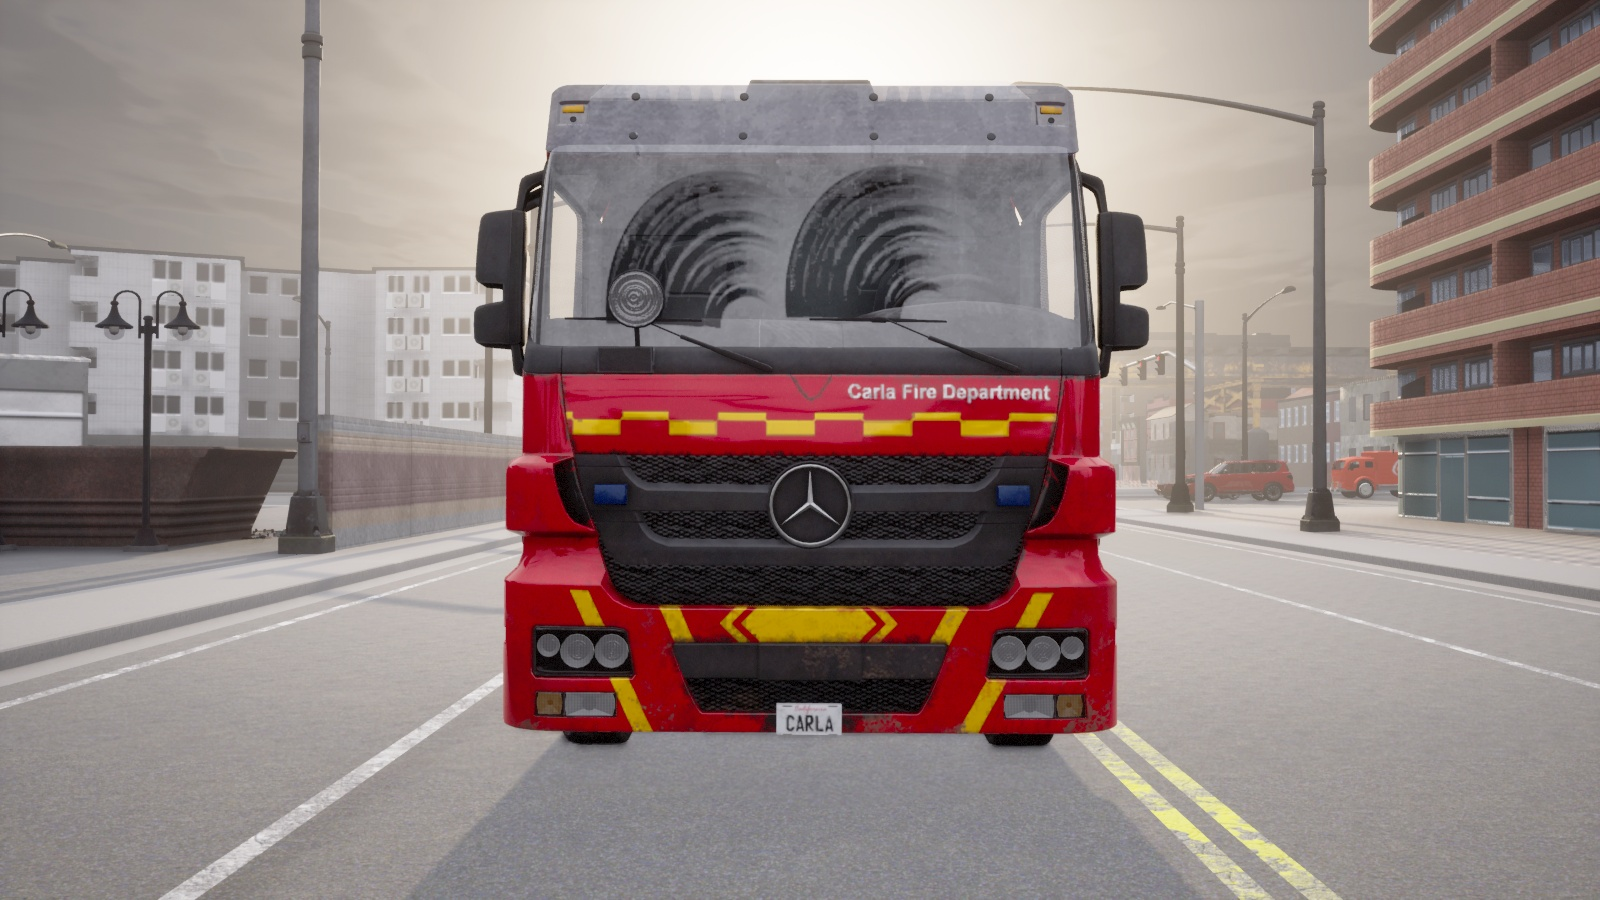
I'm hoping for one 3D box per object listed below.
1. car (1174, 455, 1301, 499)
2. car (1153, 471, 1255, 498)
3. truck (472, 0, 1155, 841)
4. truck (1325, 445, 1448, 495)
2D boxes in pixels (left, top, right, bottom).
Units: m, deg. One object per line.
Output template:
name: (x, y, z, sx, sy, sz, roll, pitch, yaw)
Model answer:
car: (21.796, 1.356, 62.725, 5.566, 2.045, 2.150, -1, -1, 2)
car: (21.271, 1.809, 66.245, 4.718, 1.301, 1.895, -1, -1, 1)
truck: (0.070, -0.190, 9.582, 2.891, 3.827, 8.468, 0, -1, 0)
truck: (30.774, 1.042, 66.015, 5.204, 2.467, 2.627, -1, -1, 1)
